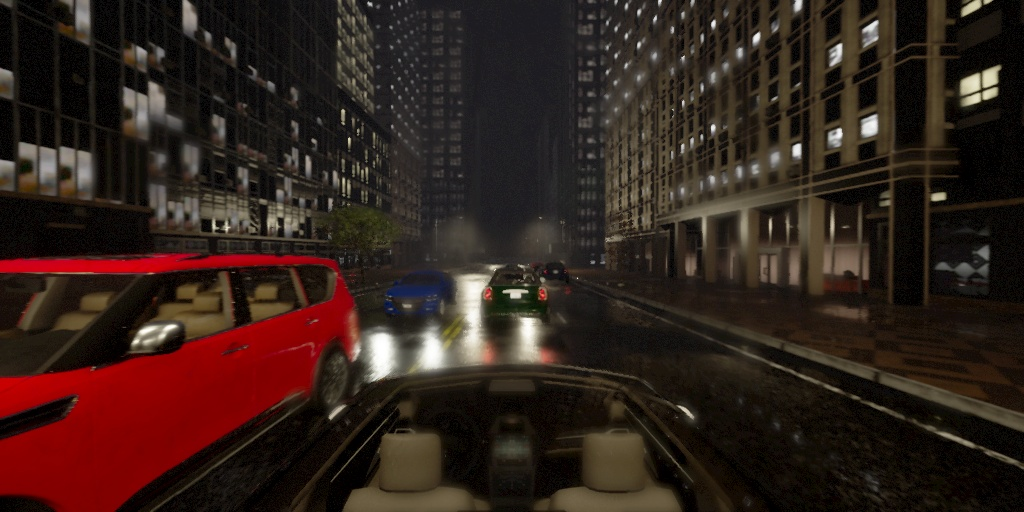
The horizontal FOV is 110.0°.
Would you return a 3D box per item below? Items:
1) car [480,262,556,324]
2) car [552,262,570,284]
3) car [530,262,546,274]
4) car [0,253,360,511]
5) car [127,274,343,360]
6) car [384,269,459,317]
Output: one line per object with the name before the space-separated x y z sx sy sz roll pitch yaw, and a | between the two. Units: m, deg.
car | 0.105 1.162 12.361 2.097 1.767 4.553 0 0 0
car | 3.349 1.253 29.137 2.097 1.767 4.553 0 0 1
car | 3.370 1.522 47.911 1.812 1.442 4.674 0 0 0
car | -3.329 0.980 3.091 2.150 2.045 5.566 0 0 0
car | -6.514 1.301 9.393 1.837 1.490 4.892 0 -1 0
car | -3.245 1.295 13.651 1.882 1.535 5.008 0 0 0
